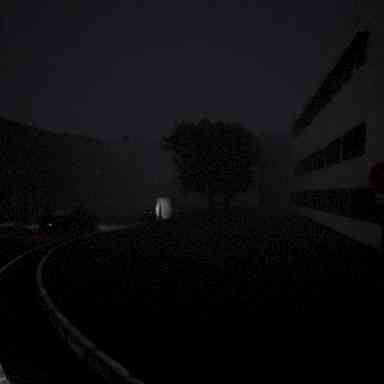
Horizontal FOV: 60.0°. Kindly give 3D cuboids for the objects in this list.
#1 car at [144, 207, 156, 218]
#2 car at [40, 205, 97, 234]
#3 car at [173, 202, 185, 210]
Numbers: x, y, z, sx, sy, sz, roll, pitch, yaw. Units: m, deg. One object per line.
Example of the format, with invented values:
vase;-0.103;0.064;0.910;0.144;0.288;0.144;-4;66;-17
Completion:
car;-4.385;2.562;41.385;2.033;1.411;5.357;1;-2;11
car;-8.020;1.864;22.155;1.882;1.535;5.008;1;-2;8
car;-2.797;2.730;68.225;2.033;1.411;5.357;1;1;11
